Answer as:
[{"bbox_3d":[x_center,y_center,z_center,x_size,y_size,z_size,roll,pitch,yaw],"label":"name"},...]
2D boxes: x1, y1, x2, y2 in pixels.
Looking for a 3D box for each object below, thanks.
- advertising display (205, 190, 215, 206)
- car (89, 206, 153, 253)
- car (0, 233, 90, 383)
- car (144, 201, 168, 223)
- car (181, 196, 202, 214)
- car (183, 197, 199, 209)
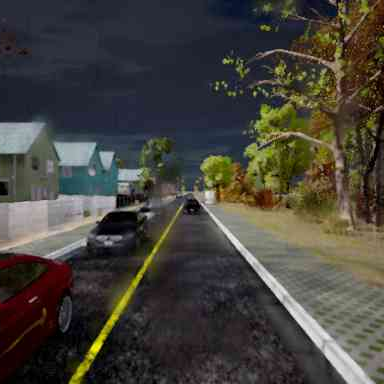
[{"bbox_3d":[2.842,0.976,53.421,1.540,2.440,0.280,0,0,0],"label":"advertising display"},{"bbox_3d":[-2.888,1.514,13.798,1.812,1.442,4.674,0,0,0],"label":"car"},{"bbox_3d":[-2.859,1.524,3.899,1.812,1.442,4.674,0,0,0],"label":"car"},{"bbox_3d":[-2.915,1.469,25.623,2.128,1.511,4.902,0,0,0],"label":"car"},{"bbox_3d":[-0.038,1.473,34.671,1.837,1.490,4.892,0,0,-1],"label":"car"},{"bbox_3d":[-0.129,1.450,46.682,2.128,1.511,4.902,0,0,0],"label":"car"}]
